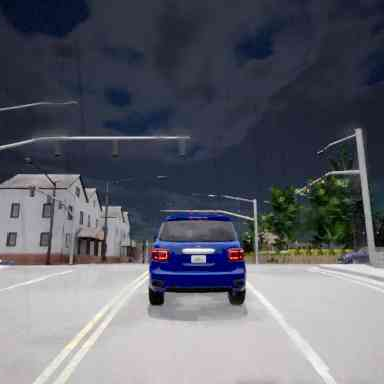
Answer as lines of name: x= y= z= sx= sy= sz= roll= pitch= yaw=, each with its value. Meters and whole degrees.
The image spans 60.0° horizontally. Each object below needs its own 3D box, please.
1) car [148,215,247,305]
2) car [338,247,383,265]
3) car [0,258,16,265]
car: x=0.076 y=1.761 z=9.306 sx=2.150 sy=2.045 sz=5.566 roll=0 pitch=-7 yaw=-1
car: x=15.418 y=5.659 z=29.613 sx=4.553 sy=1.767 sz=2.097 roll=0 pitch=-12 yaw=1
car: x=-16.548 y=5.747 z=26.195 sx=4.892 sy=1.490 sz=1.837 roll=-8 pitch=-12 yaw=-1
